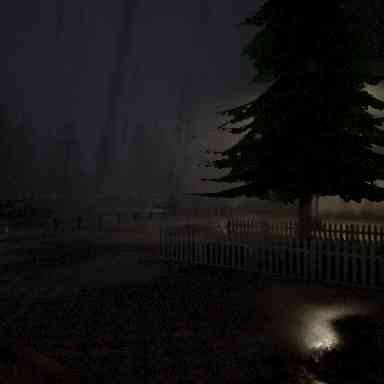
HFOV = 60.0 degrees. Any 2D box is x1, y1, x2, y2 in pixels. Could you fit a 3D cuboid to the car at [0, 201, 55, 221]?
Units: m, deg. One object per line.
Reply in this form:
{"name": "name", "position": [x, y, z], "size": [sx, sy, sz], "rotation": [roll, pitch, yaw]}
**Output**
{"name": "car", "position": [-14.347, 1.640, 29.018], "size": [1.812, 1.442, 4.674], "rotation": [0, 0, 35]}

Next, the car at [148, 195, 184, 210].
{"name": "car", "position": [-3.165, 1.592, 44.618], "size": [1.882, 1.535, 5.008], "rotation": [0, 0, 36]}
